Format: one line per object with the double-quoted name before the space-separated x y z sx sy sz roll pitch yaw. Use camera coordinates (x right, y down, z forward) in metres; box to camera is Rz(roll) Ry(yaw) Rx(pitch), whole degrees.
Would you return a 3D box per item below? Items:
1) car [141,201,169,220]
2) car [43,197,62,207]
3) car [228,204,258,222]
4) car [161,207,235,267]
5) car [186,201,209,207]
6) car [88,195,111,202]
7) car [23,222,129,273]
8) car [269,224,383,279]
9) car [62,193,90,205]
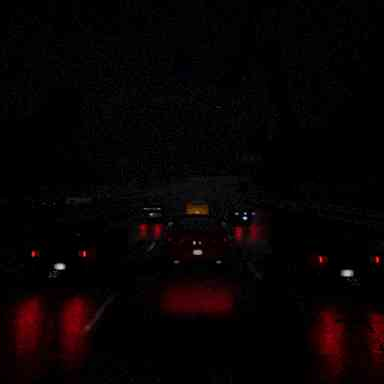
"car" -3.039 1.509 27.834 2.128 1.511 4.902 0 0 1
"car" -20.015 1.516 48.958 1.837 1.490 4.892 0 0 3
"car" 3.928 1.623 26.480 1.895 1.301 4.718 0 0 1
"car" 0.177 1.486 11.495 1.882 1.535 5.008 0 0 1
"car" 0.502 1.499 29.400 1.882 1.535 5.008 0 0 1
"car" -13.024 1.524 48.687 1.837 1.490 4.892 0 0 3
"car" -3.334 1.607 10.681 1.895 1.301 4.718 0 0 1
"car" 3.659 1.610 10.003 1.895 1.301 4.718 0 0 1
"car" -16.517 1.236 48.908 2.150 2.045 5.566 0 0 3
